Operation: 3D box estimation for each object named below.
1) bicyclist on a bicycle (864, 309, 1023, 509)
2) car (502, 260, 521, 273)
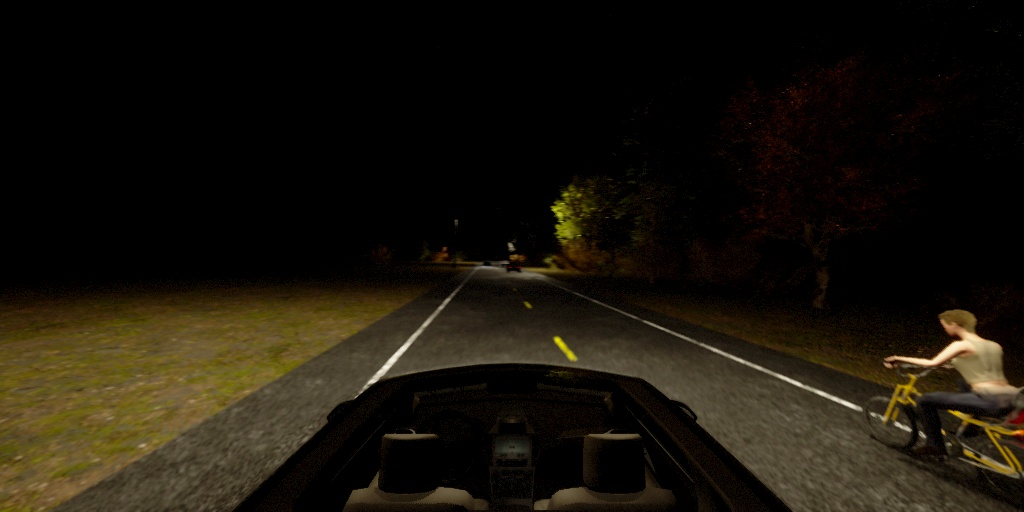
[{"bbox_3d":[4.263,1.316,3.528,0.866,1.612,1.509,2,0,-4],"label":"bicyclist on a bicycle"},{"bbox_3d":[0.171,1.563,49.626,2.033,1.411,5.357,2,0,-4],"label":"car"}]
